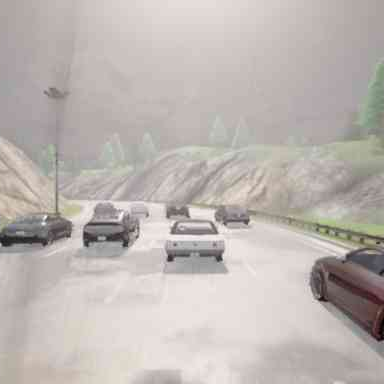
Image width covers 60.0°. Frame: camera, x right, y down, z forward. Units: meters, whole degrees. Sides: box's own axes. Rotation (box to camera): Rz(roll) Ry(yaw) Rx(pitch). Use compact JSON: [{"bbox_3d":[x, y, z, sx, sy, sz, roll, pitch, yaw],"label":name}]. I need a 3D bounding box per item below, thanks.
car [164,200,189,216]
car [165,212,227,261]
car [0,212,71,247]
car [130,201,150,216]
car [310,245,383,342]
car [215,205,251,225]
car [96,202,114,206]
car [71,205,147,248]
[{"bbox_3d":[-1.547,1.506,31.793,2.097,1.767,4.553,0,0,-9],"label":"car"},{"bbox_3d":[0.063,1.662,12.477,1.895,1.301,4.718,0,0,-1],"label":"car"},{"bbox_3d":[-7.017,1.640,15.516,1.994,1.385,4.181,0,0,-2],"label":"car"},{"bbox_3d":[-5.524,1.694,34.644,1.812,1.442,4.674,0,0,-10],"label":"car"},{"bbox_3d":[3.598,1.593,5.716,1.994,1.385,4.181,0,0,0],"label":"car"},{"bbox_3d":[2.912,1.670,24.998,2.033,1.411,5.357,0,0,-6],"label":"car"},{"bbox_3d":[-9.051,1.731,34.424,1.994,1.385,4.181,0,0,-10],"label":"car"},{"bbox_3d":[-3.508,1.566,15.098,2.128,1.511,4.902,0,0,-2],"label":"car"}]
